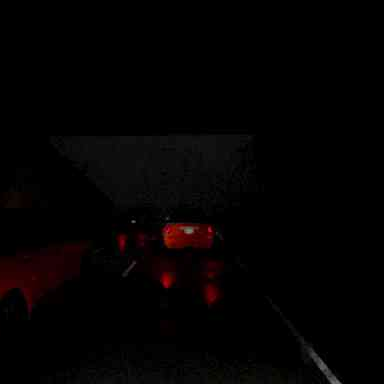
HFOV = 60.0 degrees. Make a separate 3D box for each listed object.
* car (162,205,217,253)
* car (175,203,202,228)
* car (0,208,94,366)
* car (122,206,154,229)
[{"bbox_3d":[-0.134,1.482,14.452,2.097,1.767,4.553,0,0,-1],"label":"car"},{"bbox_3d":[-0.288,1.703,25.389,1.882,1.535,5.008,0,-1,-1],"label":"car"},{"bbox_3d":[-3.504,1.284,6.019,2.150,2.045,5.566,0,-1,-1],"label":"car"},{"bbox_3d":[-3.760,1.744,23.488,1.812,1.442,4.674,0,-1,-1],"label":"car"}]
